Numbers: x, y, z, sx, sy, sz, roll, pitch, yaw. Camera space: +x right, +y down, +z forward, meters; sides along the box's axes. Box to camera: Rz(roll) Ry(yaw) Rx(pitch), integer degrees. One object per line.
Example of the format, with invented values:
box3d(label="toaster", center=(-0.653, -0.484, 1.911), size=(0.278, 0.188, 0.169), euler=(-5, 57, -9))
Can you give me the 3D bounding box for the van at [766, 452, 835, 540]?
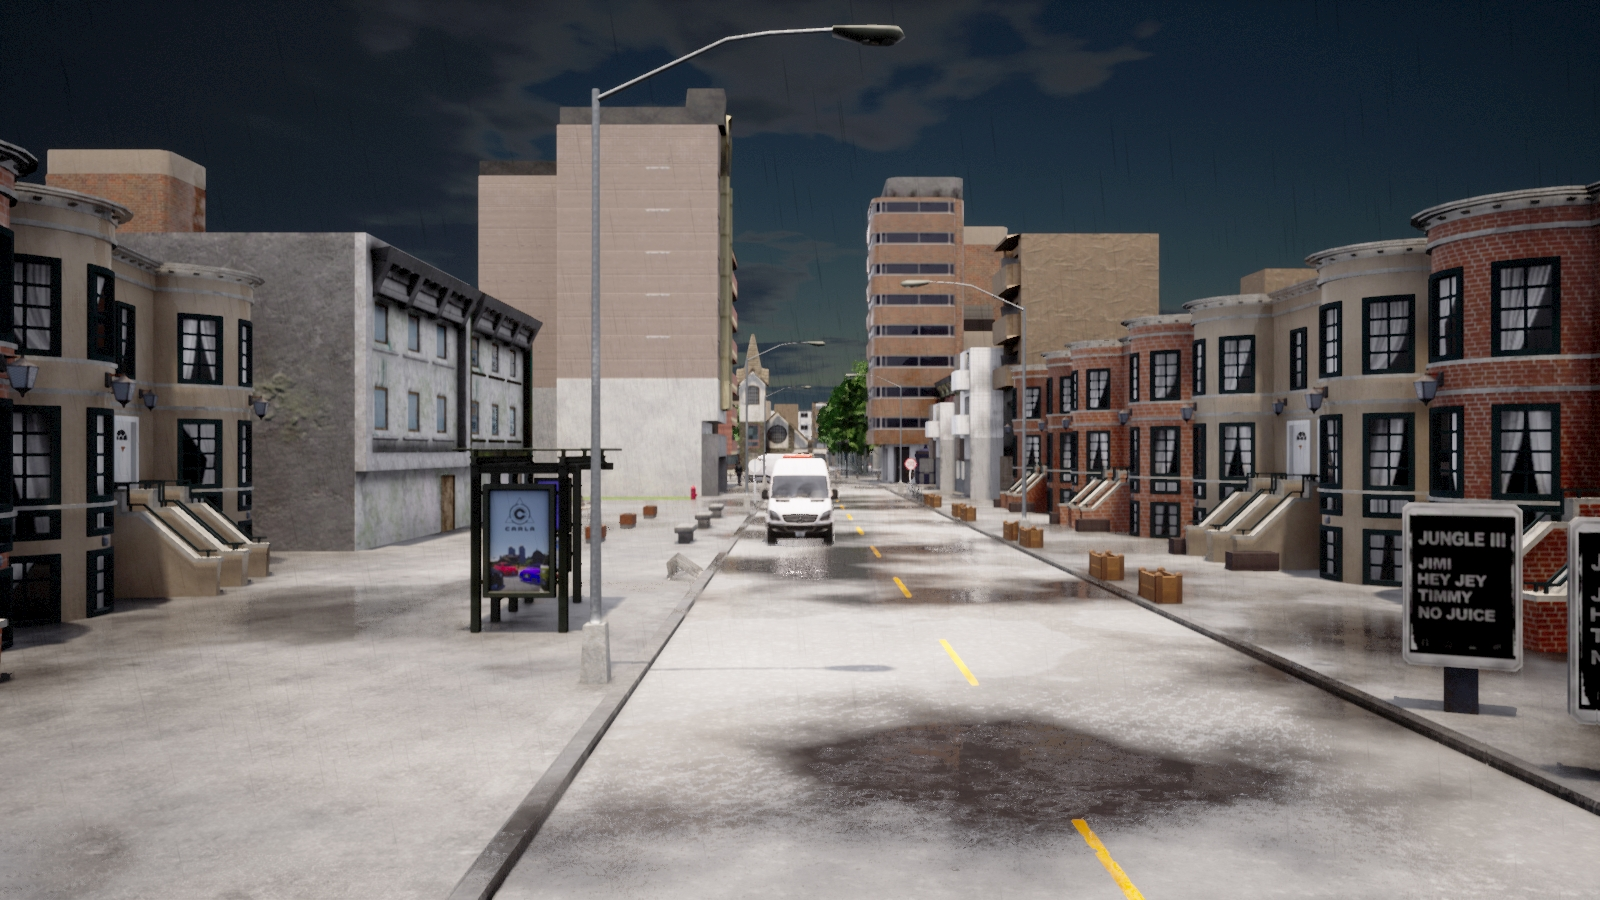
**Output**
box3d(label="van", center=(0.008, 1.329, 35.892), size=(1.988, 2.561, 5.915), euler=(0, 0, 0))
